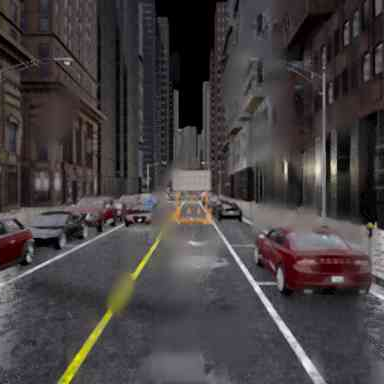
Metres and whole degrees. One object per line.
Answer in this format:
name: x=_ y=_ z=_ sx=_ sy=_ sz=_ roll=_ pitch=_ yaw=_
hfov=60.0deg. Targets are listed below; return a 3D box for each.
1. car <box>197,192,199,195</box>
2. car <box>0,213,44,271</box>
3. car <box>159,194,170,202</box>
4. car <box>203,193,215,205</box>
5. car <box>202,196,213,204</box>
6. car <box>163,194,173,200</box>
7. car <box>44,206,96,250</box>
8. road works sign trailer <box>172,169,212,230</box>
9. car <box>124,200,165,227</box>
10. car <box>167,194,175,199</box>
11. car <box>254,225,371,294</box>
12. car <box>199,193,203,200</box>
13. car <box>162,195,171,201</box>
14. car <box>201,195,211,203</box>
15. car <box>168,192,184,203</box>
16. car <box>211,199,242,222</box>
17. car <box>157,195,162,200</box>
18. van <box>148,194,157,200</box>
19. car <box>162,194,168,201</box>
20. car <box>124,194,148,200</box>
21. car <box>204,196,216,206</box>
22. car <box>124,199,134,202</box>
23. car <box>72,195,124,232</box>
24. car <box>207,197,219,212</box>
car: x=2.690 y=1.262 z=81.355 sx=1.802 sy=1.307 sz=4.206 roll=0 pitch=0 yaw=0
car: x=-5.767 y=1.402 z=8.508 sx=1.967 sy=1.590 sz=4.097 roll=0 pitch=0 yaw=0
car: x=-5.824 y=1.160 z=70.127 sx=1.967 sy=1.590 sz=4.097 roll=0 pitch=0 yaw=0
car: x=2.727 y=1.263 z=42.140 sx=1.967 sy=1.590 sz=4.097 roll=0 pitch=0 yaw=0
car: x=2.711 y=1.343 z=58.947 sx=1.802 sy=1.307 sz=4.206 roll=0 pitch=0 yaw=0
car: x=-5.835 y=1.246 z=81.331 sx=1.947 sy=1.339 sz=4.313 roll=0 pitch=0 yaw=0
car: x=-5.773 y=1.503 z=14.110 sx=1.947 sy=1.339 sz=4.313 roll=0 pitch=0 yaw=0
road works sign trailer: x=-0.018 y=0.376 z=20.178 sx=2.380 sy=3.560 sz=2.880 roll=0 pitch=0 yaw=0
car: x=-3.119 y=1.469 z=21.815 sx=1.994 sy=1.385 sz=4.181 roll=0 pitch=0 yaw=0
car: x=-5.845 y=1.192 z=92.534 sx=2.008 sy=1.369 sz=4.403 roll=0 pitch=0 yaw=0
car: x=2.758 y=1.507 z=8.528 sx=1.887 sy=1.381 sz=4.507 roll=0 pitch=0 yaw=0
car: x=2.717 y=1.096 z=53.343 sx=2.192 sy=1.841 sz=5.009 roll=0 pitch=0 yaw=0
car: x=-5.830 y=1.281 z=75.728 sx=1.802 sy=1.307 sz=4.206 roll=0 pitch=0 yaw=0
car: x=2.706 y=1.265 z=64.718 sx=1.752 sy=1.417 sz=4.829 roll=0 pitch=0 yaw=0
car: x=-3.059 y=1.159 z=64.153 sx=1.837 sy=1.490 sz=4.892 roll=0 pitch=0 yaw=0
car: x=2.742 y=1.456 z=25.335 sx=1.947 sy=1.339 sz=4.313 roll=0 pitch=0 yaw=0
car: x=-5.803 y=1.327 z=47.550 sx=1.752 sy=1.417 sz=4.829 roll=0 pitch=0 yaw=0
van: x=-5.798 y=1.164 z=42.118 sx=1.690 sy=1.788 sz=3.998 roll=0 pitch=0 yaw=0
car: x=-5.814 y=1.200 z=58.924 sx=1.967 sy=1.590 sz=4.097 roll=0 pitch=0 yaw=0
car: x=-5.787 y=1.182 z=30.915 sx=2.192 sy=1.841 sz=5.009 roll=0 pitch=0 yaw=0
car: x=2.732 y=1.396 z=36.538 sx=2.008 sy=1.369 sz=4.403 roll=0 pitch=0 yaw=0
car: x=-5.783 y=1.472 z=25.314 sx=1.802 sy=1.307 sz=4.206 roll=0 pitch=0 yaw=0
car: x=-5.777 y=1.229 z=19.711 sx=2.192 sy=1.841 sz=5.009 roll=0 pitch=0 yaw=0
car: x=2.737 y=1.433 z=30.936 sx=1.947 sy=1.339 sz=4.313 roll=0 pitch=0 yaw=0
